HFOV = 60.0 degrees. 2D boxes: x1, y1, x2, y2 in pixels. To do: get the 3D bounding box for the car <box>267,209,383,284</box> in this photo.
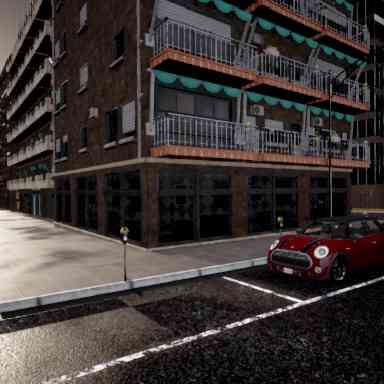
[{"bbox_3d":[4.009,1.438,9.450,4.097,1.590,1.967,0,-1,-36],"label":"car"}]
